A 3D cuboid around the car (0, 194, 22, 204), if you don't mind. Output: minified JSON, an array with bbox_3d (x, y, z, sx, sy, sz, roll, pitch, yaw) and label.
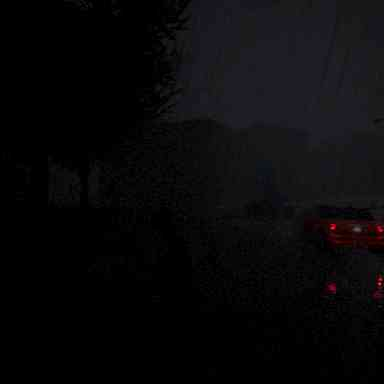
[{"bbox_3d":[-37.187,1.390,66.345,5.566,2.045,2.435,2,-2,-25],"label":"car"}]

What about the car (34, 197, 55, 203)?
[{"bbox_3d":[-38.531,2.153,87.092,4.892,1.521,2.231,2,-1,-23],"label":"car"}]

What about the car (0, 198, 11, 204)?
[{"bbox_3d":[-37.001,1.289,63.350,5.566,2.045,2.435,2,-2,-25],"label":"car"}]

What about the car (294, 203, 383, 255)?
[{"bbox_3d":[5.683,1.283,13.389,2.097,1.767,4.553,2,0,2],"label":"car"}]

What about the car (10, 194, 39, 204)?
[{"bbox_3d":[-37.821,1.665,75.235,5.566,2.045,2.435,2,-2,-24],"label":"car"}]

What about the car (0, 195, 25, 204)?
[{"bbox_3d":[-37.466,1.612,69.273,4.553,1.767,2.185,2,-2,-24],"label":"car"}]

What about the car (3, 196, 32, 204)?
[{"bbox_3d":[-37.819,1.823,72.158,5.366,1.575,1.946,2,-2,-24],"label":"car"}]

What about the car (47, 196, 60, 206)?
[{"bbox_3d":[-23.003,1.659,53.019,2.128,1.511,4.902,2,-2,-15],"label":"car"}]

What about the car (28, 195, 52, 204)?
[{"bbox_3d":[-38.392,1.855,84.108,5.566,2.045,2.435,2,-1,-23],"label":"car"}]

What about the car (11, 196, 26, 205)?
[{"bbox_3d":[-24.147,1.504,47.471,1.994,1.385,4.181,3,-2,-23],"label":"car"}]
